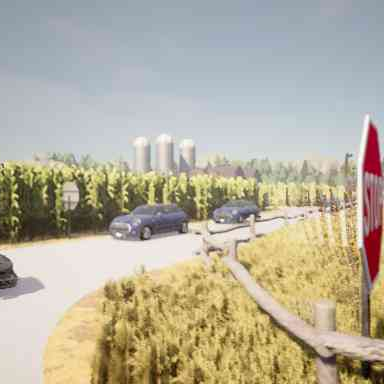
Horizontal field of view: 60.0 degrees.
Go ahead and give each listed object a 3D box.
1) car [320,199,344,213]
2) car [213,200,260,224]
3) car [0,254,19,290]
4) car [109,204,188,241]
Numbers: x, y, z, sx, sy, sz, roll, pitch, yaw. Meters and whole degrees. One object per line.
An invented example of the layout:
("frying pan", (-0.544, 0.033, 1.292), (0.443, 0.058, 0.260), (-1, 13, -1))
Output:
("car", (15.790, 1.557, 37.244), (2.128, 1.511, 4.902), (-1, 0, 35))
("car", (3.457, 1.443, 25.540), (2.097, 1.767, 4.553), (-1, 0, 36))
("car", (-6.414, 1.616, 6.375), (5.357, 1.411, 2.033), (0, 0, -36))
("car", (-2.182, 1.444, 17.604), (2.097, 1.767, 4.553), (-1, 0, 35))
